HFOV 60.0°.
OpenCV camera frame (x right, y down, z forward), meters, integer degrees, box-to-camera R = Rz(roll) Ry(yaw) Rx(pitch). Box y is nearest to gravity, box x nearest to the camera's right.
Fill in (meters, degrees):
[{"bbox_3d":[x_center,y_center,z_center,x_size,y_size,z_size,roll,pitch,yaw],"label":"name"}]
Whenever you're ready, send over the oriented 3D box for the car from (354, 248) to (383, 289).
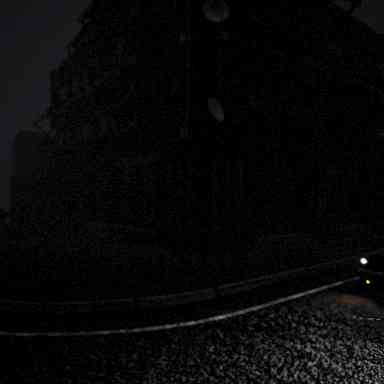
[{"bbox_3d":[5.927,1.595,7.978,4.718,1.301,1.895,0,0,-36],"label":"car"}]
